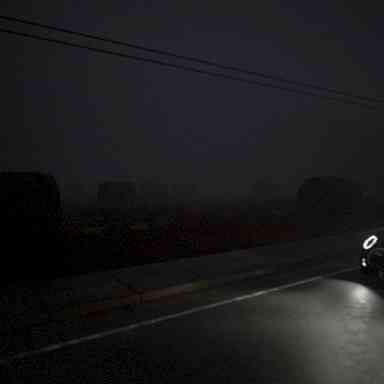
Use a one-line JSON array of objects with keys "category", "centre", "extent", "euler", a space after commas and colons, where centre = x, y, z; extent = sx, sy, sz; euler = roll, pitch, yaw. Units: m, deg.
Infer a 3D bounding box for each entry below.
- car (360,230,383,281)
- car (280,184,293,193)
[{"category": "car", "centre": [6.051, 1.101, 7.928], "extent": [4.553, 1.767, 2.097], "euler": [-2, 1, -33]}, {"category": "car", "centre": [19.821, -0.611, 71.856], "extent": [3.866, 1.878, 1.905], "euler": [-2, 6, 13]}]
